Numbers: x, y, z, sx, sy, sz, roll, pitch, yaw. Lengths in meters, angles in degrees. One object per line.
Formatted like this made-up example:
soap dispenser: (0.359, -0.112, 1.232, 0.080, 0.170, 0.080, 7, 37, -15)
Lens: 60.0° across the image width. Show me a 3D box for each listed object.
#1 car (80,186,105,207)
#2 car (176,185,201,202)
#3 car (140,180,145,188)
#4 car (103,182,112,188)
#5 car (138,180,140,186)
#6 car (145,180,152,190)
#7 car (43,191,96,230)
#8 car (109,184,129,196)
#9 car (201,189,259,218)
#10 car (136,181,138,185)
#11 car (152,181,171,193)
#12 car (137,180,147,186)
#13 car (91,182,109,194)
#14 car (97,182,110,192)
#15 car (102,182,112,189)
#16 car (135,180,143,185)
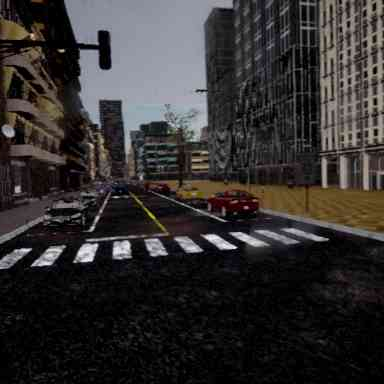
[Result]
car: (-8.487, 0.475, 27.096, 2.008, 1.369, 4.403, -3, 3, -13)
car: (-0.355, 0.036, 29.078, 1.752, 1.417, 4.829, -3, 3, -13)
car: (-8.798, -1.505, 66.670, 1.887, 1.381, 4.507, -3, 3, -13)
car: (-20.603, -1.754, 81.033, 2.008, 1.369, 4.403, -3, 3, -13)
car: (-10.009, -1.721, 72.064, 2.008, 1.369, 4.403, -3, 3, -13)
car: (-6.413, -1.086, 56.047, 1.752, 1.417, 4.829, -3, 3, -13)
car: (-6.063, 0.928, 16.308, 2.008, 1.369, 4.403, -3, 3, -13)
car: (-9.257, -0.304, 42.778, 1.994, 1.385, 4.181, -3, 3, -13)
car: (2.107, 0.515, 18.126, 1.887, 1.381, 4.507, -3, 3, -13)
car: (-11.225, -2.051, 77.451, 1.967, 1.590, 4.097, -3, 3, -13)
car: (-3.950, -0.575, 45.096, 1.802, 1.307, 4.206, -3, 3, -13)
car: (-12.432, -2.161, 82.851, 2.008, 1.369, 4.403, -3, 3, -13)
car: (-10.914, -0.085, 37.878, 1.967, 1.590, 4.097, -3, 3, -13)
car: (-15.761, -0.981, 59.453, 1.967, 1.590, 4.097, -3, 3, -13)
car: (-19.392, -1.534, 75.639, 2.008, 1.369, 4.403, -3, 3, -13)
car: (-14.894, -2.633, 93.803, 1.752, 1.417, 4.829, -3, 3, -13)
